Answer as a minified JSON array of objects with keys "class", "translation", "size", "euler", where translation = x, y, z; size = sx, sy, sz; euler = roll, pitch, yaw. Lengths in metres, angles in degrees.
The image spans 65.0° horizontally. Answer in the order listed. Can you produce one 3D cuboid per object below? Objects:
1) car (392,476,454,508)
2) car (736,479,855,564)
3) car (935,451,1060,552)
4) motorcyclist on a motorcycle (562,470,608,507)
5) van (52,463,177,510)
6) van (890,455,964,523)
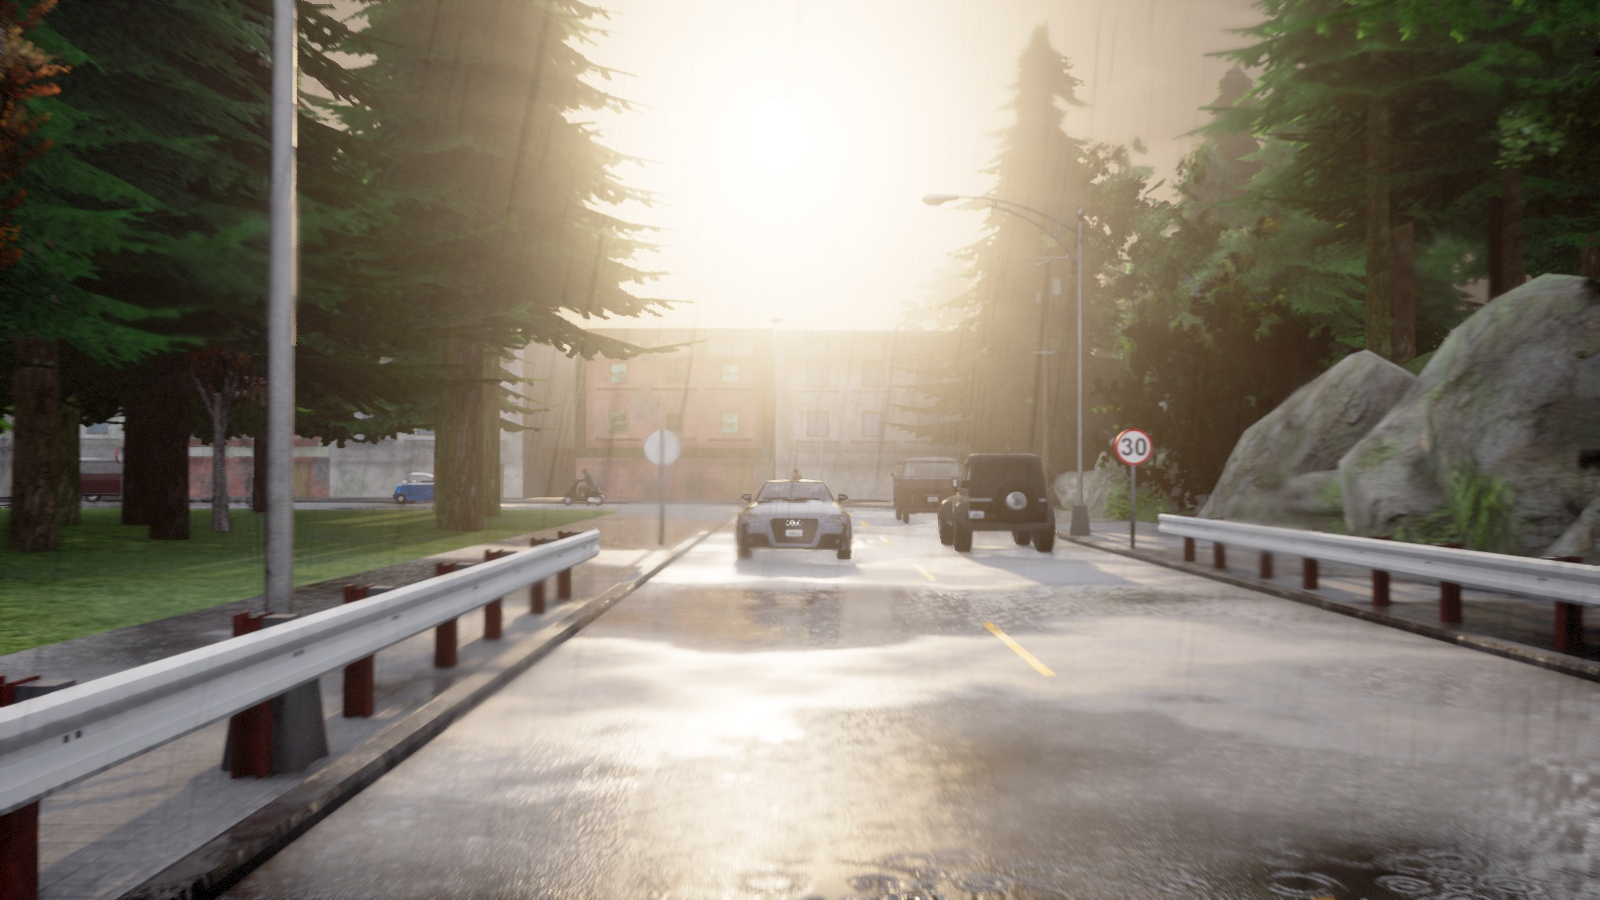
[{"class":"car","translation":[-16.336,1.807,54.481],"size":[2.207,1.376,1.481],"euler":[0,-1,0]},{"class":"car","translation":[-0.092,1.249,23.178],"size":[1.994,1.385,4.181],"euler":[0,-1,0]},{"class":"car","translation":[3.898,1.000,25.406],"size":[1.905,1.878,3.866],"euler":[0,-1,0]},{"class":"motorcyclist on a motorcycle","translation":[-9.289,1.675,54.388],"size":[1.817,1.590,0.866],"euler":[0,-1,3]},{"class":"van","translation":[-29.714,1.561,54.525],"size":[4.442,1.987,1.775],"euler":[0,-1,0]},{"class":"van","translation":[3.843,1.169,38.649],"size":[1.775,1.987,4.442],"euler":[0,-1,0]}]
